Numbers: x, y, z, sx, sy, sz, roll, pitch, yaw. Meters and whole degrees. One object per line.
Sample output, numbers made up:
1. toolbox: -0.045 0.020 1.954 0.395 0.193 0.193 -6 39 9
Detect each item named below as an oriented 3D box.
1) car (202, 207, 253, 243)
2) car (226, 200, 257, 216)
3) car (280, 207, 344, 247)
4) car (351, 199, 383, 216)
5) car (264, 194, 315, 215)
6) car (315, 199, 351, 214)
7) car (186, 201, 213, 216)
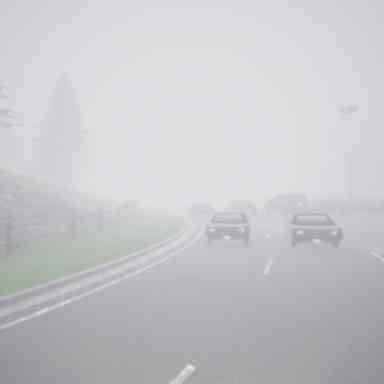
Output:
1. car: 1.853 1.613 16.051 1.895 1.301 4.718 -1 0 10
2. car: 4.621 1.518 32.092 1.837 1.490 4.892 0 0 -13
3. car: 5.169 1.567 14.802 1.895 1.301 4.718 -1 0 11
4. car: 15.863 1.354 30.464 2.128 1.511 4.902 -1 0 -8
5. car: 8.570 1.180 30.617 2.150 2.045 5.566 0 0 -11
6. car: 12.227 1.417 31.034 1.837 1.490 4.892 0 0 -9
7. car: 0.776 1.630 33.137 1.994 1.385 4.181 -1 0 -14
